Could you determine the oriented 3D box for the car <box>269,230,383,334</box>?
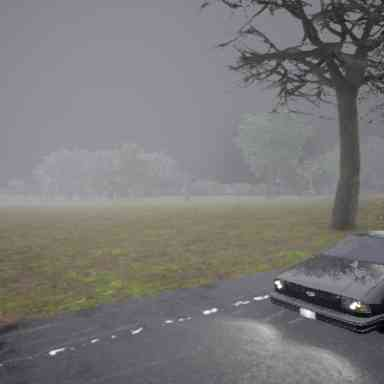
[{"bbox_3d":[4.011,1.547,6.850,5.357,1.411,2.033,0,0,-35],"label":"car"}]
